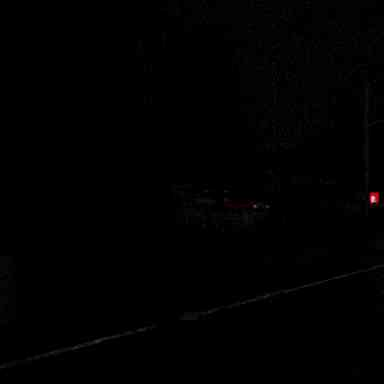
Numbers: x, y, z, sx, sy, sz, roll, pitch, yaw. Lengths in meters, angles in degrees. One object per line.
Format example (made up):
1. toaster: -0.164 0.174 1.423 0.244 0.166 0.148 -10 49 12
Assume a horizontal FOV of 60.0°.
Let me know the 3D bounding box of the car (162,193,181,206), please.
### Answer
1. car: -3.647 1.367 50.080 2.097 1.767 4.553 0 0 -35

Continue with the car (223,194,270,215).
1. car: 5.252 1.371 32.028 2.097 1.767 4.553 0 0 -37

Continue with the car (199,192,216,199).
1. car: 4.957 1.113 92.288 1.932 1.855 4.605 0 0 -37

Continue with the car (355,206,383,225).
1. car: 12.872 1.579 21.488 1.994 1.385 4.181 0 0 -32
